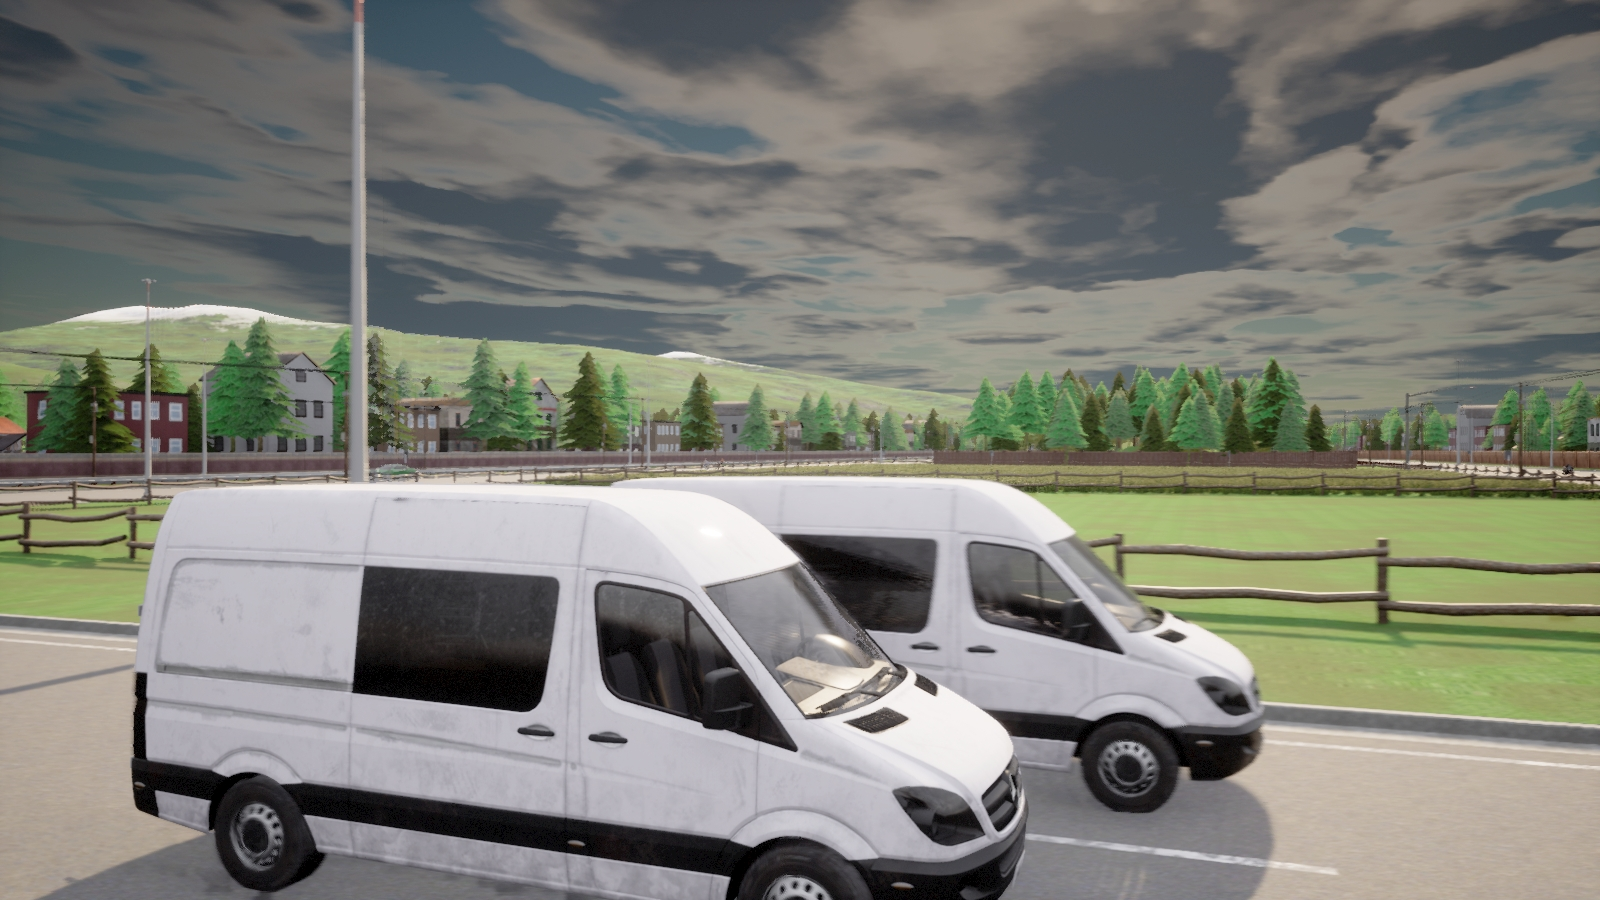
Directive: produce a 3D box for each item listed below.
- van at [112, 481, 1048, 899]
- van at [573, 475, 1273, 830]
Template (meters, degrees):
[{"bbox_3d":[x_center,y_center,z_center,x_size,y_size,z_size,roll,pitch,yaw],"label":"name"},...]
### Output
[{"bbox_3d":[-1.489,1.535,7.578,5.915,2.561,1.988,0,0,20],"label":"van"},{"bbox_3d":[1.049,1.537,10.379,5.915,2.561,1.988,0,0,20],"label":"van"}]
